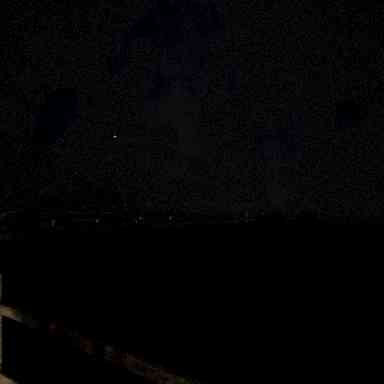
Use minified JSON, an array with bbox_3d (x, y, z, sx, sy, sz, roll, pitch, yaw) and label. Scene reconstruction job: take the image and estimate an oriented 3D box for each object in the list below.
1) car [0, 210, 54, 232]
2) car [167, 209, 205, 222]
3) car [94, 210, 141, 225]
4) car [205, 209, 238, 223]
[{"bbox_3d":[-12.414,2.058,23.955,1.837,1.490,4.892,0,-2,34],"label":"car"},{"bbox_3d":[-1.036,2.836,39.953,2.128,1.511,4.902,0,-2,36],"label":"car"},{"bbox_3d":[-6.993,2.418,31.631,2.128,1.511,4.902,0,-2,35],"label":"car"},{"bbox_3d":[3.326,2.834,40.998,2.097,1.767,4.553,0,-2,36],"label":"car"}]
